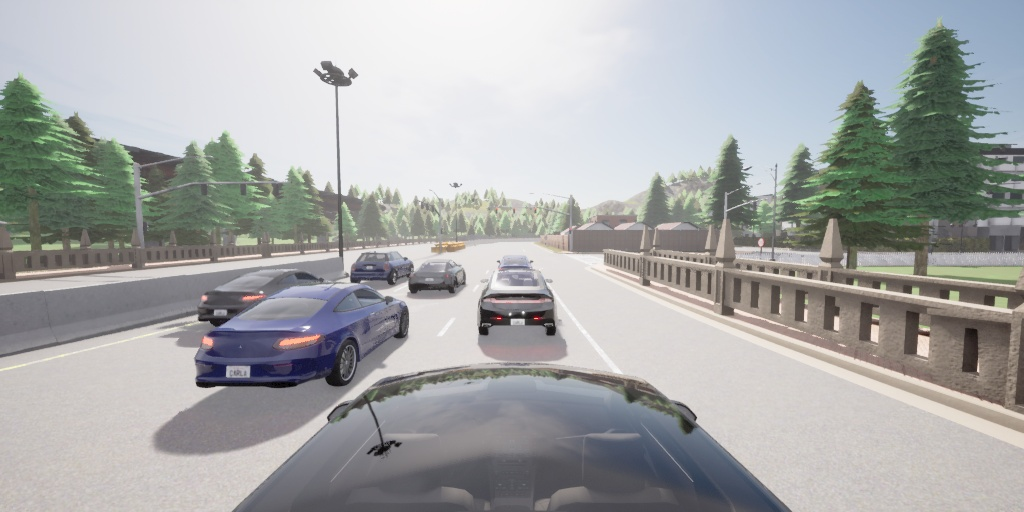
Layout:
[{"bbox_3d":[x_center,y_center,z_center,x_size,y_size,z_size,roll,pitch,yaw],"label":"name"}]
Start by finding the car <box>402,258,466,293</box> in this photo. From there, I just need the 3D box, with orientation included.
[{"bbox_3d":[-3.345,0.823,16.650,1.994,1.385,4.181,0,3,1],"label":"car"}]

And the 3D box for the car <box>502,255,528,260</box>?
[{"bbox_3d":[0.167,0.657,18.923,1.812,1.442,4.674,0,3,0],"label":"car"}]

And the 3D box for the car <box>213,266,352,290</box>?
[{"bbox_3d":[-6.861,1.090,10.748,1.812,1.442,4.674,0,2,0],"label":"car"}]

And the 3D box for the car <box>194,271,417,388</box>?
[{"bbox_3d":[-3.379,1.214,6.738,1.812,1.442,4.674,0,1,0],"label":"car"}]

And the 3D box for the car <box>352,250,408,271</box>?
[{"bbox_3d":[-6.831,0.460,19.338,2.097,1.767,4.553,0,3,0],"label":"car"}]

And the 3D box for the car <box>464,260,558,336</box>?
[{"bbox_3d":[0.132,1.082,9.924,2.128,1.511,4.902,0,2,0],"label":"car"}]
